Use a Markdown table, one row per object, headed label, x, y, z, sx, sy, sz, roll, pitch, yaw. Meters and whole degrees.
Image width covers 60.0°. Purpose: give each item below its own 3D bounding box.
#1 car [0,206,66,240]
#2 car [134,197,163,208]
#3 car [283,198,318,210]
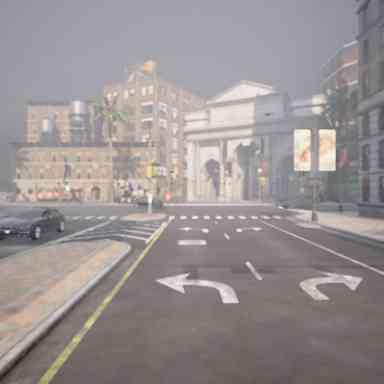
| label | x | y | z | sx | sy | sz | roll | pitch | yaw |
| --- | --- | --- | --- | --- | --- | --- | --- | --- | --- |
| car | -8.031 | 1.487 | 16.937 | 1.837 | 1.490 | 4.892 | 0 | 0 | 1 |
| car | -5.997 | 1.443 | 45.348 | 2.128 | 1.511 | 4.902 | 0 | 0 | -45 |
| car | 13.778 | 1.520 | 42.440 | 4.181 | 1.385 | 1.994 | 0 | 0 | -8 |
